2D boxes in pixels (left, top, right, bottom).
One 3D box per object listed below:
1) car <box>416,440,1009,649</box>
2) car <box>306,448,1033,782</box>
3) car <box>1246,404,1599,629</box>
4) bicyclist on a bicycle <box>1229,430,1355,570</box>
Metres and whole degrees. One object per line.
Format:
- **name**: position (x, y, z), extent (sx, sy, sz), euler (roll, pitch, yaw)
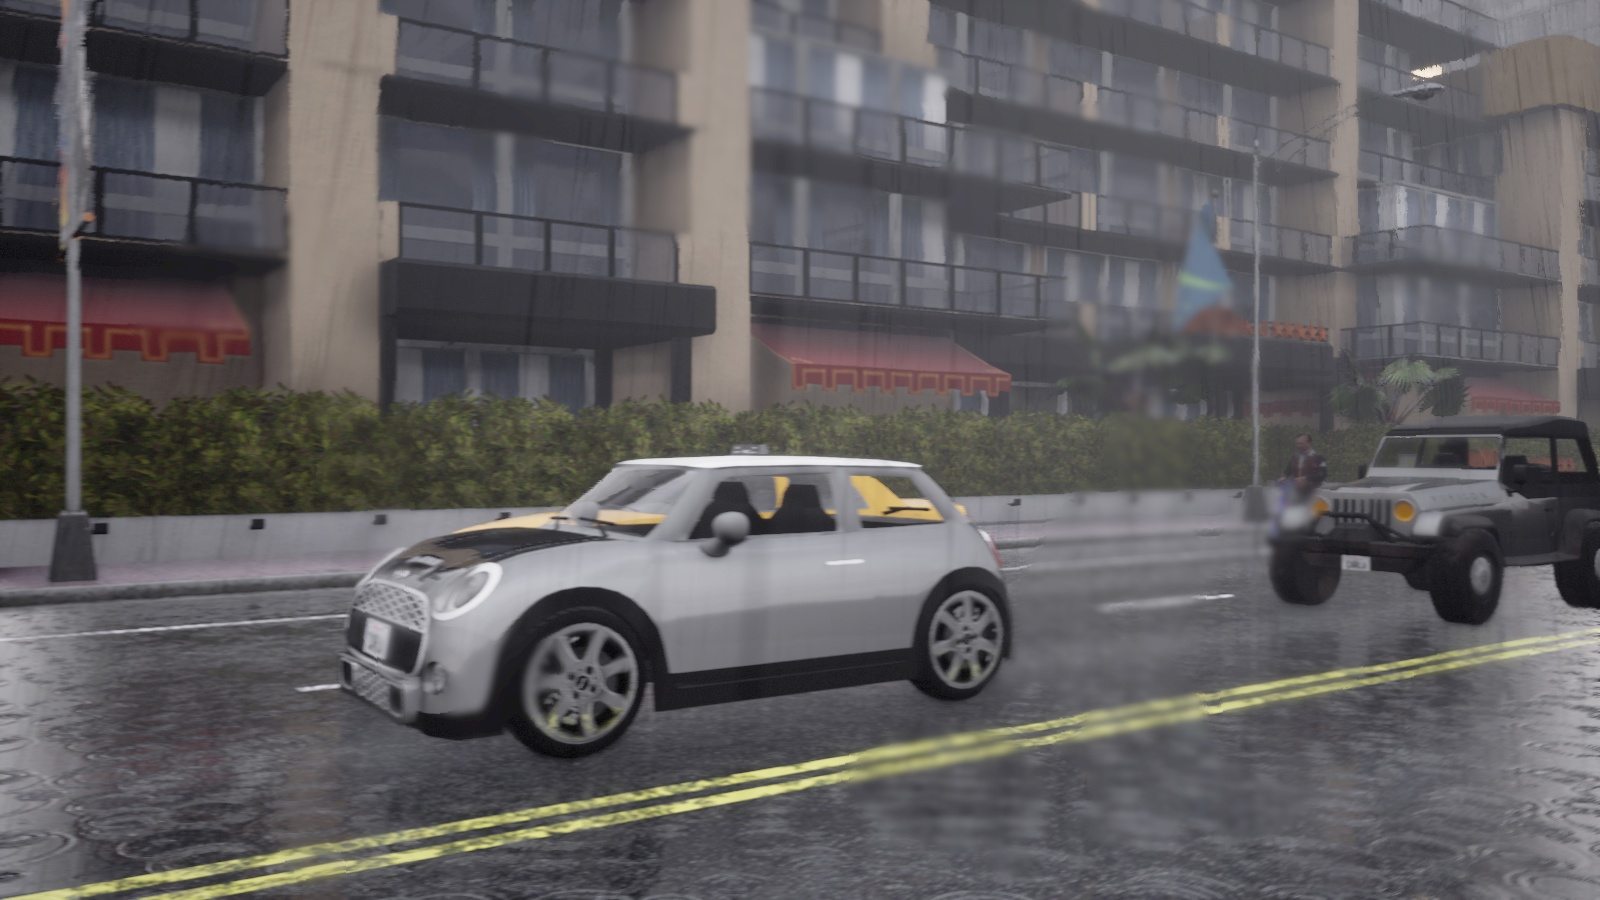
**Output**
- **car**: position (-0.630, 0.714, 11.746), extent (5.366, 1.575, 1.801), euler (0, 0, -35)
- **car**: position (-0.695, 0.730, 7.439), extent (3.806, 1.475, 1.970), euler (0, 0, -35)
- **car**: position (6.416, 0.558, 12.393), extent (3.866, 1.878, 1.905), euler (0, 0, -35)
- **bicyclist on a bicycle**: position (6.585, 0.643, 16.773), extent (1.843, 1.776, 0.659), euler (0, 0, -35)
